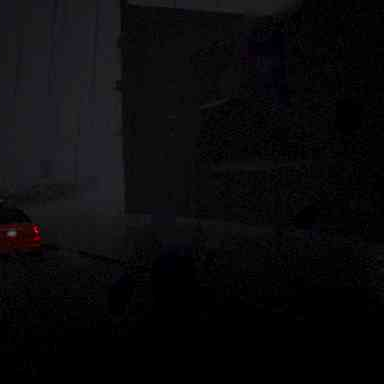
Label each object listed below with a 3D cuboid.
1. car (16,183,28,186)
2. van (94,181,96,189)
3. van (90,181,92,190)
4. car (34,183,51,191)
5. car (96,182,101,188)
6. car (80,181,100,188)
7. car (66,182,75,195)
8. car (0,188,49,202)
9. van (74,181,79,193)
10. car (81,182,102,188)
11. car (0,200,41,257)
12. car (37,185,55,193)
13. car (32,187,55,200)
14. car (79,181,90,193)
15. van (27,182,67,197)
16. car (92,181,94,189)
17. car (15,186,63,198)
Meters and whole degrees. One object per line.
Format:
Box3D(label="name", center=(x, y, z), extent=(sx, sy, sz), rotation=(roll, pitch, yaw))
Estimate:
Box3D(label="car", center=(-31.250, -0.759, 62.359), extent=(2.150, 2.045, 5.566), rotation=(-1, 3, -8))
Box3D(label="van", center=(-24.739, -1.491, 74.949), extent=(4.442, 1.987, 1.878), rotation=(-2, 4, -27))
Box3D(label="van", center=(-23.716, -1.174, 69.038), extent=(4.442, 1.987, 1.878), rotation=(-2, 3, -27))
Box3D(label="car", center=(-32.656, -1.172, 72.715), extent=(2.128, 1.511, 4.902), rotation=(-1, 3, -8))
Box3D(label="car", center=(-24.884, -1.438, 78.125), extent=(5.366, 1.575, 1.946), rotation=(-2, 3, -28))
Box3D(label="car", center=(-25.846, -1.878, 84.073), extent=(4.553, 1.767, 2.185), rotation=(-1, 4, -28))
Box3D(label="car", center=(-21.377, -0.227, 50.878), extent=(5.566, 2.045, 2.435), rotation=(-2, 4, -28))
Box3D(label="car", center=(-19.724, 0.670, 38.857), extent=(4.892, 1.521, 2.231), rotation=(-2, 3, -27))
Box3D(label="van", center=(-22.277, -0.523, 56.867), extent=(4.442, 1.987, 1.878), rotation=(-2, 4, -28))
Box3D(label="car", center=(-26.308, -1.910, 87.084), extent=(4.892, 1.521, 2.231), rotation=(-2, 3, -28))
Box3D(label="car", center=(-7.261, 1.296, 11.553), extent=(4.553, 1.767, 2.097), rotation=(0, -1, 36))
Box3D(label="car", center=(-28.246, -0.607, 64.430), extent=(1.812, 1.442, 4.674), rotation=(-1, 3, -8))
Box3D(label="car", center=(-20.123, 0.547, 41.871), extent=(4.674, 1.452, 2.002), rotation=(-1, 4, -27))
Box3D(label="car", center=(-22.973, -0.875, 62.968), extent=(5.566, 2.045, 2.435), rotation=(-2, 3, -28))
Box3D(label="van", center=(-20.843, -0.044, 47.941), extent=(4.442, 1.987, 1.878), rotation=(-2, 3, -28))
Box3D(label="car", center=(-24.257, -1.232, 71.988), extent=(4.553, 1.767, 2.185), rotation=(-1, 3, -27))
Box3D(label="car", center=(-20.699, 0.347, 44.795), extent=(5.366, 1.575, 1.946), rotation=(-1, 4, -27))
